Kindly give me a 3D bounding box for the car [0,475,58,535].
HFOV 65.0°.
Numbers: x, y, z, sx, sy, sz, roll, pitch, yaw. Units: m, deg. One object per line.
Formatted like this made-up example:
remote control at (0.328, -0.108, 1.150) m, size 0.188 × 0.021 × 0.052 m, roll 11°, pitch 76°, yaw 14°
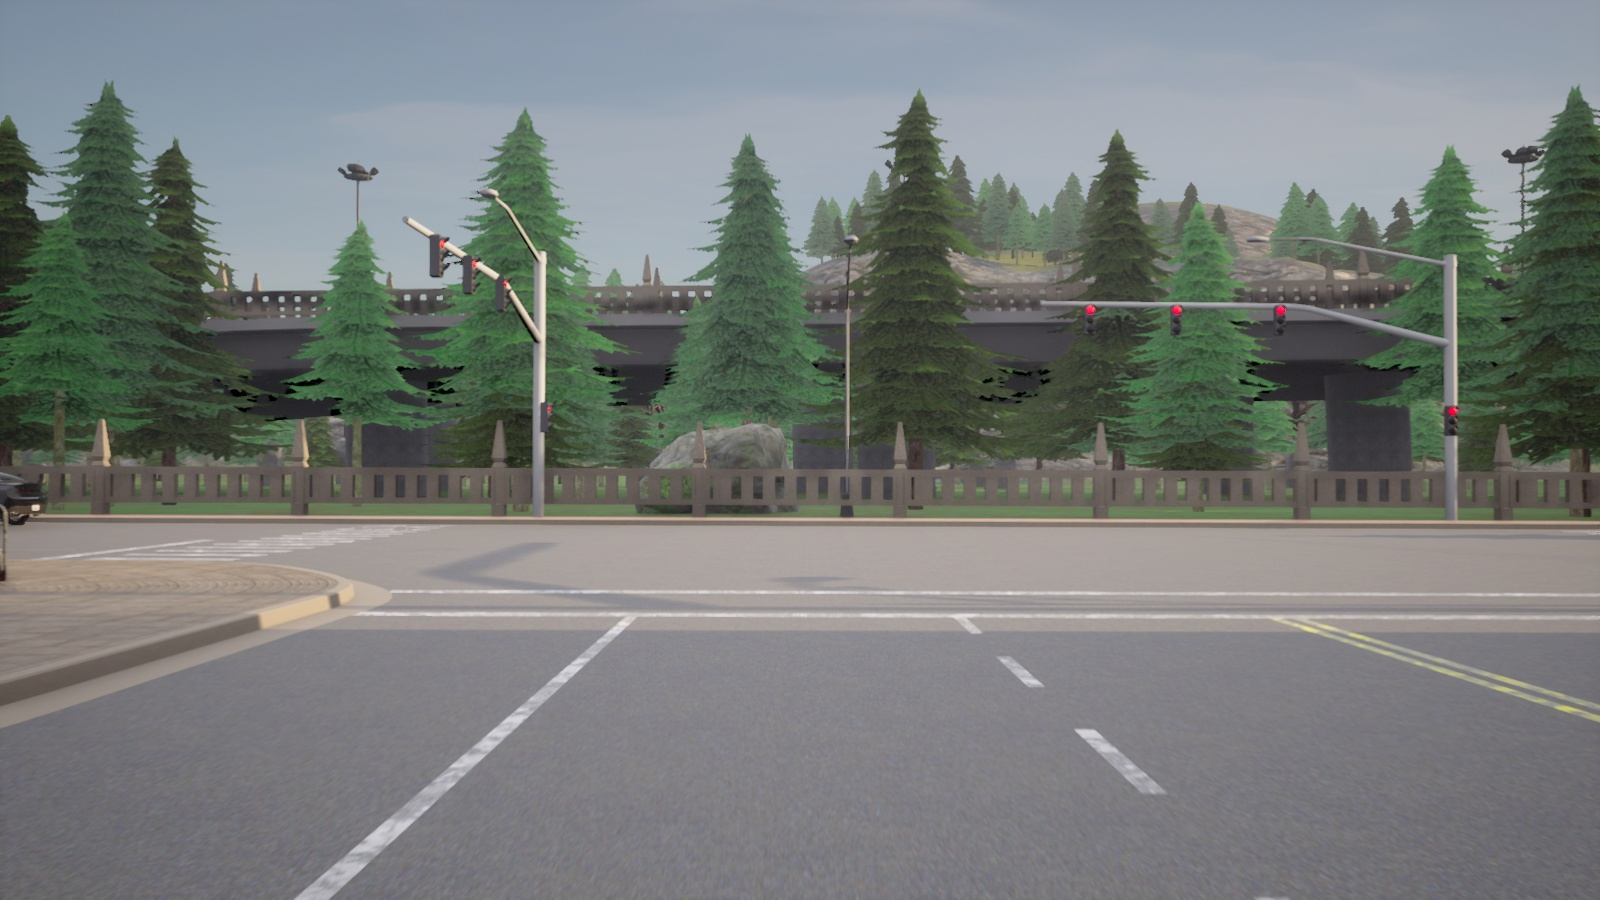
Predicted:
car at (-21.898, 1.387, 31.995) m, size 4.892 × 1.490 × 1.837 m, roll 0°, pitch -1°, yaw 1°
